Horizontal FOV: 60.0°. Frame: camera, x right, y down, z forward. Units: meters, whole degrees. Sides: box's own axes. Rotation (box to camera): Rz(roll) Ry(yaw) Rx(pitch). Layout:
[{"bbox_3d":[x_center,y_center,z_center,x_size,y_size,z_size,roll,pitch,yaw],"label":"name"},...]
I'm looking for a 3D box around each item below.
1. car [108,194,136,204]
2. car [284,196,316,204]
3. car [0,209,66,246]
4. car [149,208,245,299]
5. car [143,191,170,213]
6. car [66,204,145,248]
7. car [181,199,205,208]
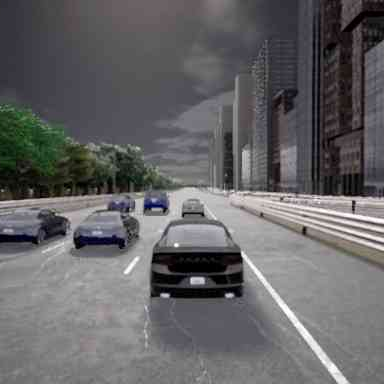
[{"bbox_3d":[-6.921,1.016,33.089,2.097,1.767,4.553,0,1,0],"label":"car"},{"bbox_3d":[13.225,1.165,41.052,2.163,1.488,4.792,0,1,-17],"label":"car"},{"bbox_3d":[-6.907,1.412,14.551,1.994,1.385,4.181,0,1,0],"label":"car"},{"bbox_3d":[0.096,1.388,8.332,1.882,1.535,5.008,0,1,0],"label":"car"},{"bbox_3d":[-3.421,0.889,32.620,2.150,2.045,5.566,0,1,0],"label":"car"},{"bbox_3d":[-3.407,1.418,13.951,1.994,1.385,4.181,0,1,0],"label":"car"},{"bbox_3d":[0.082,1.267,27.274,2.033,1.411,5.357,0,1,0],"label":"car"}]
